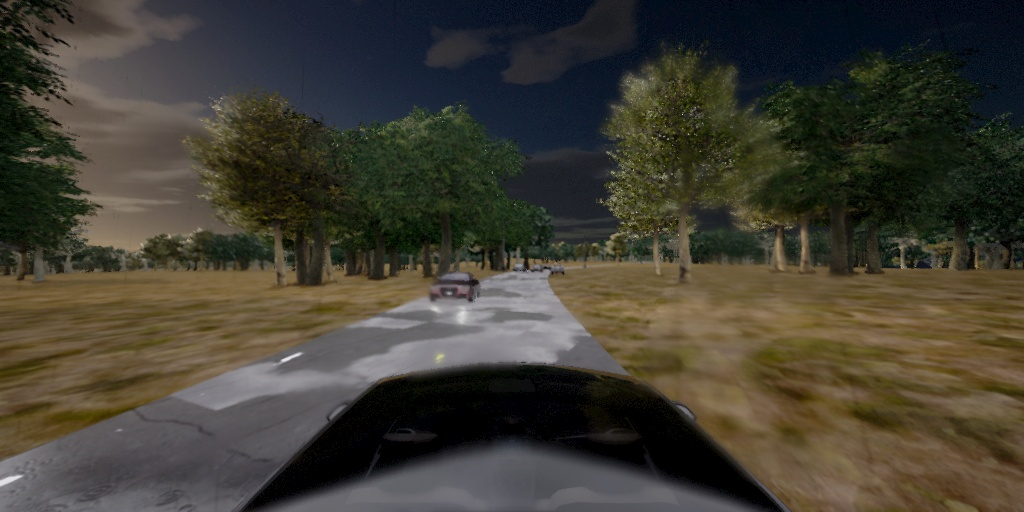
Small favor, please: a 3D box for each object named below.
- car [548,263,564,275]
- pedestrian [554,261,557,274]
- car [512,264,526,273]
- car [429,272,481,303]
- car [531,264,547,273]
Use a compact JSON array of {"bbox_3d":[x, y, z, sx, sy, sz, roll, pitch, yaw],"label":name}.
[{"bbox_3d":[6.348,1.778,50.054,1.970,1.475,3.806,0,-1,7],"label":"car"},{"bbox_3d":[6.360,1.682,52.435,0.375,1.860,0.375,-1,0,-7],"label":"pedestrian"},{"bbox_3d":[1.222,2.020,58.765,1.812,1.442,4.674,0,-1,9],"label":"car"},{"bbox_3d":[-2.702,1.490,17.887,1.994,1.385,4.181,0,-1,2],"label":"car"},{"bbox_3d":[4.208,2.077,59.995,2.033,1.411,5.357,0,-1,10],"label":"car"}]
